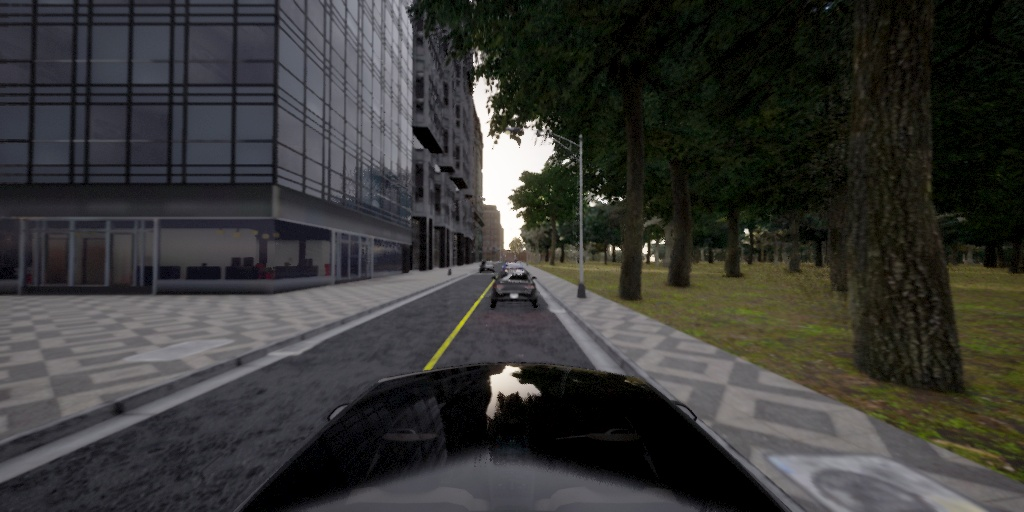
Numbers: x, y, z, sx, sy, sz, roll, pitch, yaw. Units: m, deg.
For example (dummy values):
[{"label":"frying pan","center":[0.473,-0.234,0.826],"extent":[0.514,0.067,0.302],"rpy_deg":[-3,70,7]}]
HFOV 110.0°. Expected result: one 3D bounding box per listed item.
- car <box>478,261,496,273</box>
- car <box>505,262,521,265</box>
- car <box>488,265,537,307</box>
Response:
[{"label":"car","center":[-3.090,1.362,44.843],"extent":[1.837,1.490,4.892],"rpy_deg":[0,0,0]},{"label":"car","center":[0.089,1.296,31.737],"extent":[1.882,1.535,5.008],"rpy_deg":[0,0,0]},{"label":"car","center":[0.086,1.303,15.561],"extent":[1.812,1.442,4.674],"rpy_deg":[0,0,0]}]
